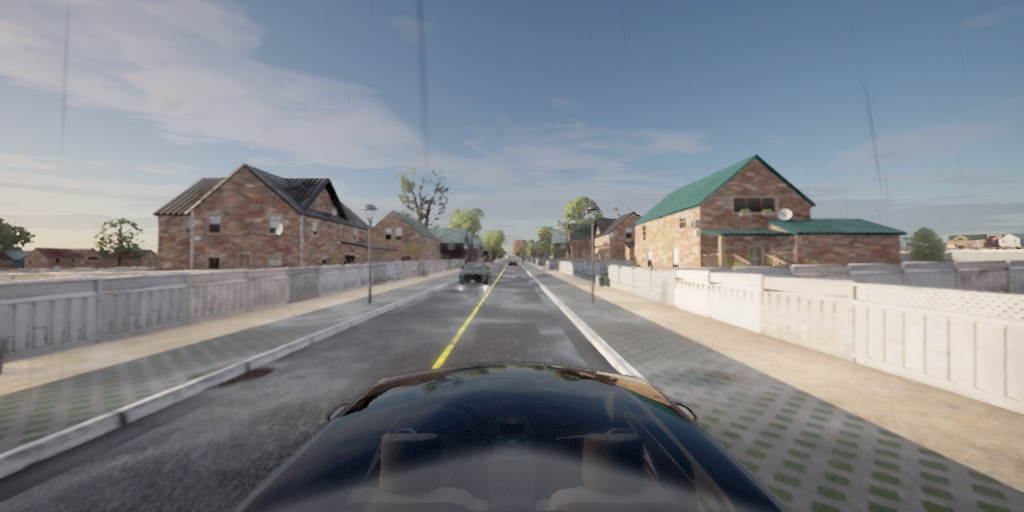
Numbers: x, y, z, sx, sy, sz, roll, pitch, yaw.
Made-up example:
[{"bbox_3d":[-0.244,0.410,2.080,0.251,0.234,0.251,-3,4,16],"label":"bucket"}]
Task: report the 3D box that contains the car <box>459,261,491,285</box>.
[{"bbox_3d":[-2.712,1.174,27.125,2.097,1.767,4.553,0,0,0],"label":"car"}]
